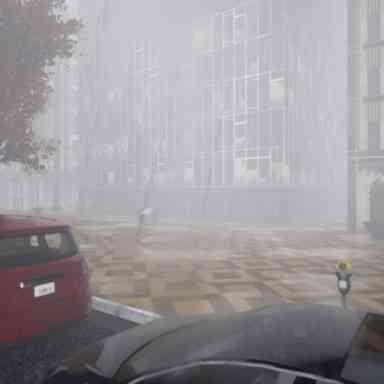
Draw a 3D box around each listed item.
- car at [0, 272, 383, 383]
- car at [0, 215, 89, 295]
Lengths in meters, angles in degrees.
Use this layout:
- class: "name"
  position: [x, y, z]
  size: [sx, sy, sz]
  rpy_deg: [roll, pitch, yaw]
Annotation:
- class: "car"
  position: [0.697, 1.565, 2.379]
  size: [4.313, 1.339, 1.947]
  rpy_deg: [0, 0, 35]
- class: "car"
  position: [-3.805, 1.311, 5.579]
  size: [5.009, 1.841, 2.192]
  rpy_deg: [0, 0, 35]
